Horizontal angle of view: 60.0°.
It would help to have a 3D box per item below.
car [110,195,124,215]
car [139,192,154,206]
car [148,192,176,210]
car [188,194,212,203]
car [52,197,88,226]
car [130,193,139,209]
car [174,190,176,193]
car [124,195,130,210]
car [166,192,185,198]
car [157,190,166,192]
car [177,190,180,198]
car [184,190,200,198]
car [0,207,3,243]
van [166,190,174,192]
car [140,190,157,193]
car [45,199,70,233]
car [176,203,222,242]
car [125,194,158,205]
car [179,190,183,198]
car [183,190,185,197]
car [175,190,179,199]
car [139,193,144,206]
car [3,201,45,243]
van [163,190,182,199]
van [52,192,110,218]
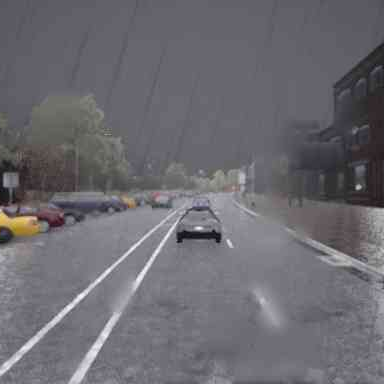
[{"bbox_3d":[-8.831,1.223,29.231,5.008,1.535,2.097,-1,0,-18],"label":"car"},{"bbox_3d":[-8.060,1.086,44.067,4.892,1.521,2.231,-1,0,-17],"label":"car"},{"bbox_3d":[-3.221,1.138,36.655,1.882,1.535,5.008,0,1,3],"label":"car"},{"bbox_3d":[0.994,1.229,34.133,2.033,1.411,5.357,0,1,3],"label":"car"},{"bbox_3d":[-9.152,1.316,20.326,5.008,1.535,2.097,-1,0,-18],"label":"car"},{"bbox_3d":[-8.544,1.165,35.162,5.008,1.535,2.097,-1,1,-17],"label":"car"},{"bbox_3d":[-6.195,0.951,67.755,4.674,1.452,2.002,-1,1,-15],"label":"car"},{"bbox_3d":[-8.661,1.067,32.198,4.553,1.767,2.185,-1,1,-17],"label":"car"},{"bbox_3d":[-4.317,0.822,85.442,4.674,1.452,2.002,-1,0,-13],"label":"car"},{"bbox_3d":[-7.476,0.762,52.942,5.566,2.045,2.435,-1,1,-16],"label":"car"},{"bbox_3d":[-5.613,0.914,73.628,4.674,1.452,2.002,-1,1,-14],"label":"car"},{"bbox_3d":[0.077,0.789,77.064,2.033,1.411,5.357,0,0,6],"label":"car"},{"bbox_3d":[-9.390,1.286,11.404,4.553,1.767,2.185,-1,0,-19],"label":"car"},{"bbox_3d":[-6.362,0.702,64.830,4.442,1.987,1.878,-1,0,-15],"label":"van"},{"bbox_3d":[-7.831,0.934,47.031,4.553,1.767,2.185,-1,1,-16],"label":"car"},{"bbox_3d":[-9.220,1.348,17.348,5.008,1.535,2.097,-1,1,-19],"label":"car"},{"bbox_3d":[0.332,1.441,15.703,1.994,1.385,4.181,0,1,1],"label":"car"},{"bbox_3d":[-7.662,1.076,49.995,4.674,1.452,2.002,-1,0,-16],"label":"car"},{"bbox_3d":[-5.495,0.853,76.539,5.366,1.575,1.946,-1,1,-14],"label":"car"},{"bbox_3d":[-4.987,0.831,79.535,5.008,1.535,2.097,-1,1,-14],"label":"car"},{"bbox_3d":[-5.892,0.933,70.694,4.674,1.452,2.002,0,0,-14],"label":"car"},{"bbox_3d":[-8.365,1.167,38.140,4.792,1.488,2.163,-1,0,-17],"label":"car"},{"bbox_3d":[-9.474,1.380,14.319,5.366,1.575,1.946,-1,1,-19],"label":"car"},{"bbox_3d":[-4.776,0.583,82.456,4.442,1.987,1.878,-1,1,-14],"label":"van"},{"bbox_3d":[-9.055,1.030,26.215,4.442,1.987,1.878,-1,1,-18],"label":"van"}]
